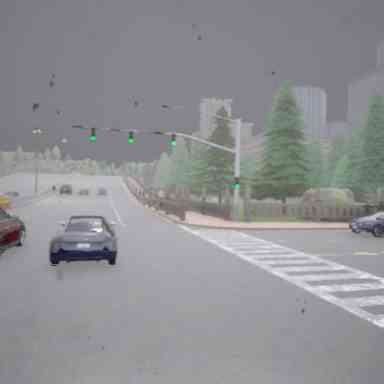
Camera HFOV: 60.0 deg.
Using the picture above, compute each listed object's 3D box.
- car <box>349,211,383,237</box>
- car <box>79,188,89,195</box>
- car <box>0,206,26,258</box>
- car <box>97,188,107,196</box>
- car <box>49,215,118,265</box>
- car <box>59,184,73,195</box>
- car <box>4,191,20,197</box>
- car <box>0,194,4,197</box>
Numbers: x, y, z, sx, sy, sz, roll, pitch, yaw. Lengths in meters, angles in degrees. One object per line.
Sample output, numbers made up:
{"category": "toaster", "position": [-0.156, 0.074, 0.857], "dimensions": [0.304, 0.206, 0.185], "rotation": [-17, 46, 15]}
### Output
{"category": "car", "position": [11.759, 1.845, 19.944], "dimensions": [4.674, 1.442, 1.812], "rotation": [1, 0, -15]}
{"category": "car", "position": [-21.958, -0.126, 67.840], "dimensions": [1.895, 1.301, 4.718], "rotation": [1, 7, -15]}
{"category": "car", "position": [-7.131, 1.194, 11.175], "dimensions": [2.097, 1.767, 4.553], "rotation": [1, 0, -14]}
{"category": "car", "position": [-18.591, -0.110, 68.799], "dimensions": [2.033, 1.411, 5.357], "rotation": [1, 7, -15]}
{"category": "car", "position": [-3.595, 1.493, 11.452], "dimensions": [1.994, 1.385, 4.181], "rotation": [1, 0, -14]}
{"category": "car", "position": [-25.402, -0.614, 67.214], "dimensions": [2.150, 2.045, 5.566], "rotation": [1, 7, -15]}
{"category": "car", "position": [-28.955, 0.573, 53.100], "dimensions": [2.033, 1.411, 5.357], "rotation": [1, 3, -15]}
{"category": "car", "position": [-26.299, 1.002, 42.857], "dimensions": [1.895, 1.301, 4.718], "rotation": [1, 0, -14]}
